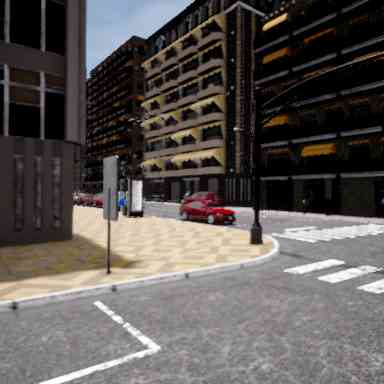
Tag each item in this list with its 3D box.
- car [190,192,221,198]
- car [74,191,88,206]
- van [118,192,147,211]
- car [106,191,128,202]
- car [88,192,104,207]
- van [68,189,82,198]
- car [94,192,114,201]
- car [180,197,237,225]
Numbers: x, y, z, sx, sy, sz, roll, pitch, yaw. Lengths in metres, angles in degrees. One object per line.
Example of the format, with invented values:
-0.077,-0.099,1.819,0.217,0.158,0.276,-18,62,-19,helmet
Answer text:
1.110,0.930,35.532,2.192,1.841,5.009,2,0,-36,car
-12.316,0.906,39.768,1.887,1.381,4.507,2,0,-36,car
-5.671,0.878,30.608,1.690,1.788,3.998,2,0,-36,van
-12.173,0.704,53.852,1.967,1.590,4.097,2,0,-36,car
-8.997,0.994,35.188,1.887,1.381,4.507,2,0,-36,car
-25.449,0.254,72.172,1.690,1.788,3.998,2,0,-36,van
-15.496,0.742,58.432,1.947,1.339,4.313,2,0,-36,car
0.963,1.257,21.448,1.887,1.381,4.507,2,0,-36,car
